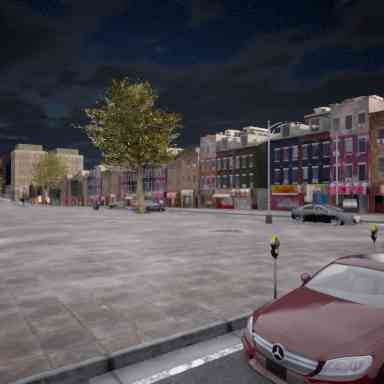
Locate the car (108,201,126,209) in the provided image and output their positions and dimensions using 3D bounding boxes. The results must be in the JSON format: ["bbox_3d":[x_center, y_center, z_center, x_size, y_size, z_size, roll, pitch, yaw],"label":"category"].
[{"bbox_3d":[-13.826,2.396,61.054,2.128,1.511,4.902,0,-1,-35],"label":"car"}]

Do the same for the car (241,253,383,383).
[{"bbox_3d":[2.572,1.582,4.638,4.206,1.307,1.802,0,0,-35],"label":"car"}]

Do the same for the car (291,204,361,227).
[{"bbox_3d":[9.375,1.629,23.638,2.128,1.511,4.902,0,0,-36],"label":"car"}]

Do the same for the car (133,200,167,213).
[{"bbox_3d":[-5.447,2.069,44.350,2.033,1.411,5.357,0,-1,-35],"label":"car"}]

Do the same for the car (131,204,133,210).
[{"bbox_3d":[-7.951,2.040,52.868,2.097,1.767,4.553,0,-1,-36],"label":"car"}]
